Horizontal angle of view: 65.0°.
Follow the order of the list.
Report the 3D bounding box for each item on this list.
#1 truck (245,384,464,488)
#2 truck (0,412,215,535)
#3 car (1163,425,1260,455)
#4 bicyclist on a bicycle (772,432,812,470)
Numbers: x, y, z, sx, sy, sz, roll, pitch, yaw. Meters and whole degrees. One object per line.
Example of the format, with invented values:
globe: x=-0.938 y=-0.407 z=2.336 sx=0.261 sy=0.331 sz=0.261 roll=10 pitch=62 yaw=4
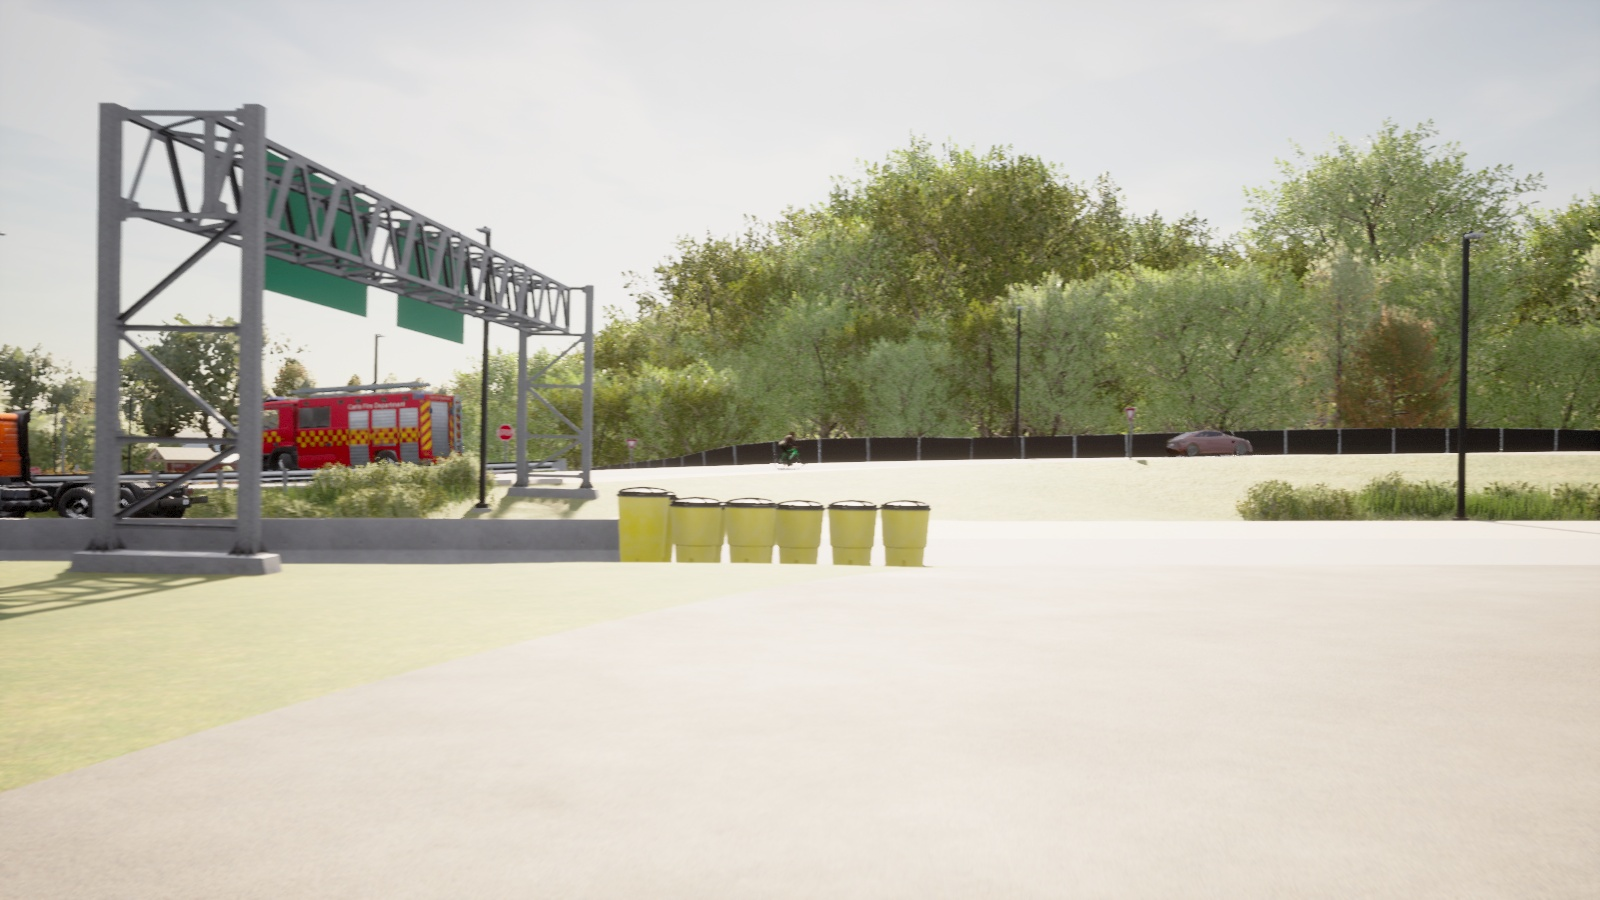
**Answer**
truck: x=-18.377 y=-0.506 z=51.809 sx=8.468 sy=3.827 sz=2.891 roll=-3 pitch=-1 yaw=19
truck: x=-22.028 y=0.694 z=37.318 sx=7.936 sy=3.462 sz=2.891 roll=-1 pitch=0 yaw=3
car: x=20.878 y=-0.500 z=63.805 sx=4.181 sy=1.385 sz=1.994 roll=-2 pitch=0 yaw=-11
bicyclist on a bicycle: x=-0.332 y=0.032 z=54.107 sx=1.656 sy=1.620 sz=0.582 roll=-1 pitch=0 yaw=-34
